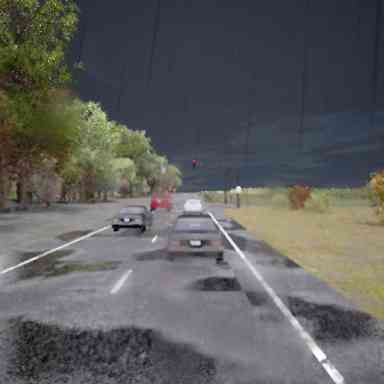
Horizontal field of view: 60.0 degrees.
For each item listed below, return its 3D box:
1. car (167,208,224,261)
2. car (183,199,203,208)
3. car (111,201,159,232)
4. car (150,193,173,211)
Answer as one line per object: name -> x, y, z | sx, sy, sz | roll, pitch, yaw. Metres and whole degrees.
car -> 0.105, 1.515, 12.139 | 2.033, 1.411, 5.357 | 0, 0, 0
car -> 0.097, 1.437, 32.362 | 1.812, 1.442, 4.674 | 0, 0, 0
car -> -3.394, 1.494, 19.805 | 2.033, 1.411, 5.357 | 0, 0, 0
car -> -3.384, 1.119, 37.233 | 2.150, 2.045, 5.566 | 0, 0, 0
